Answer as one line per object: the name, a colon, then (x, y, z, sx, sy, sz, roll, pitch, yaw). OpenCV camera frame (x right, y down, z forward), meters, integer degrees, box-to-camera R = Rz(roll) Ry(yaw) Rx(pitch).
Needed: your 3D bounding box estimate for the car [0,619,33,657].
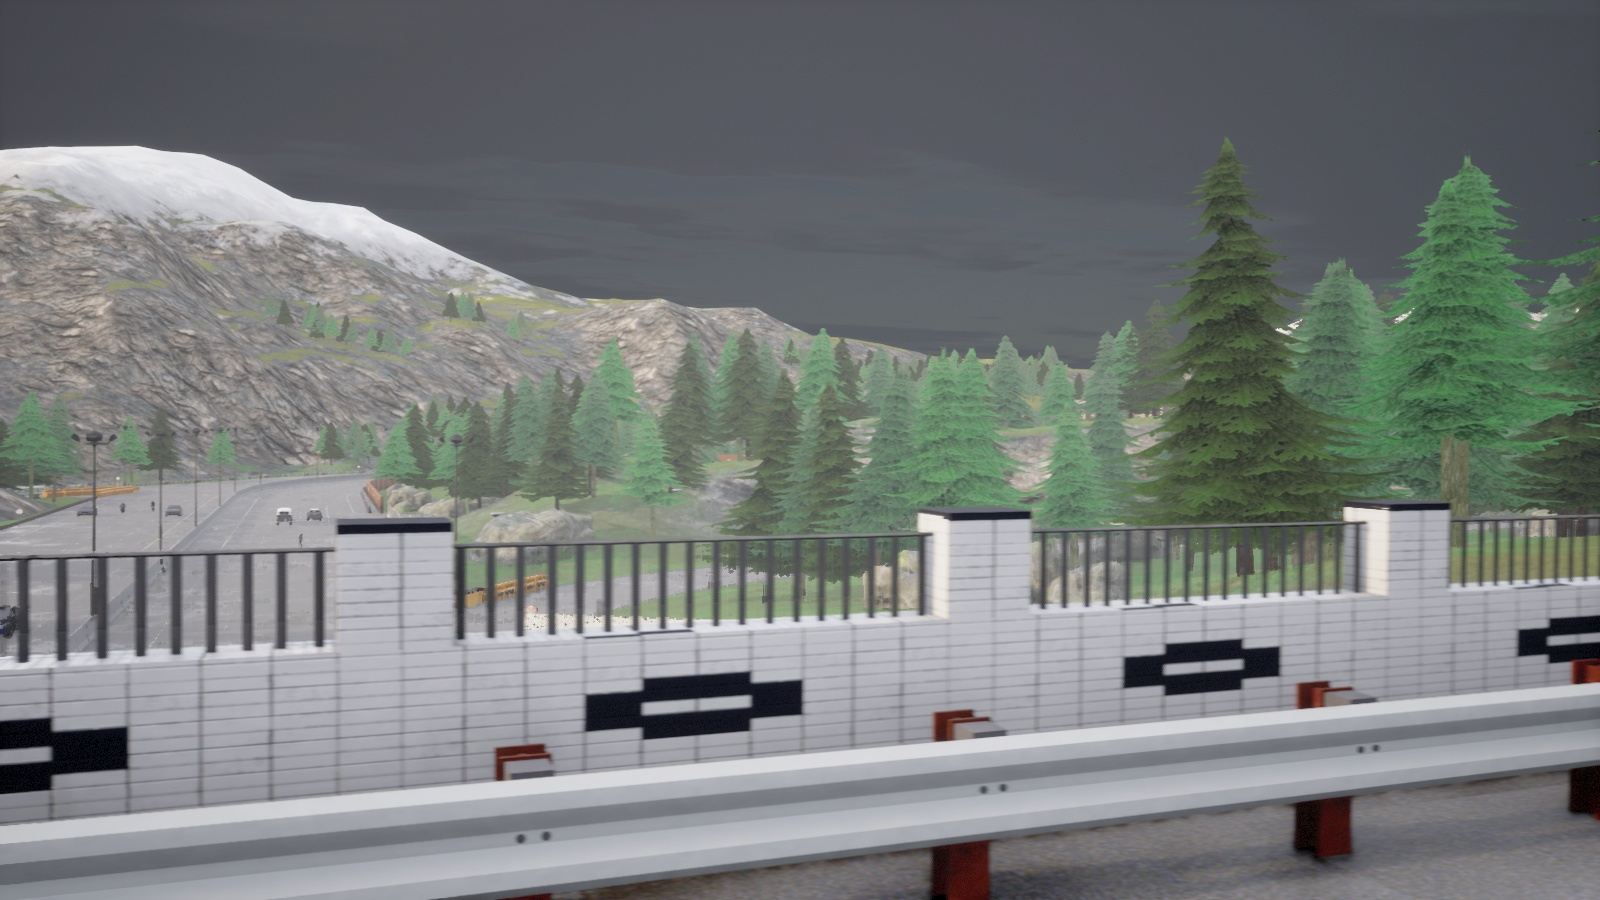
car: (-46.875, 11.061, 73.867, 2.163, 1.488, 4.792, -1, 1, -21)
